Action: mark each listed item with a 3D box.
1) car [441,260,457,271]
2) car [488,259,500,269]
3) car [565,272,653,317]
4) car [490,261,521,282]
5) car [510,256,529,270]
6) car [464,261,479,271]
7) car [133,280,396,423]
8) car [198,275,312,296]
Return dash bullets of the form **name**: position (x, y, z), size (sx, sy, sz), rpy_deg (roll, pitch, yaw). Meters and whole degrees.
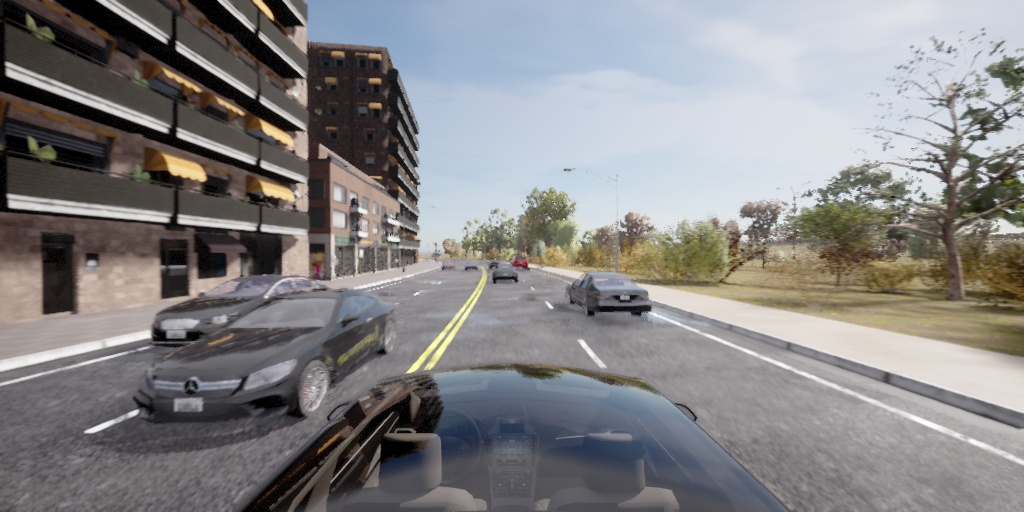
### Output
- **car**: position (-8.953, 1.318, 51.207), size (1.812, 1.442, 4.674), rpy_deg (0, 0, -5)
- **car**: position (-2.599, 1.256, 54.598), size (1.837, 1.490, 4.892), rpy_deg (0, 0, -6)
- **car**: position (3.283, 1.284, 13.159), size (2.033, 1.411, 5.357), rpy_deg (0, 0, -2)
- **car**: position (-0.585, 1.321, 28.797), size (1.994, 1.385, 4.181), rpy_deg (0, 0, -3)
- **car**: position (1.007, 0.955, 51.380), size (2.150, 2.045, 5.566), rpy_deg (0, 0, -6)
- **car**: position (-5.470, 1.321, 48.975), size (2.033, 1.411, 5.357), rpy_deg (0, 0, -5)
- **car**: position (-3.380, 1.295, 6.063), size (1.812, 1.442, 4.674), rpy_deg (0, 0, 0)
- **car**: position (-6.659, 1.280, 9.525), size (2.128, 1.511, 4.902), rpy_deg (0, 0, -1)
